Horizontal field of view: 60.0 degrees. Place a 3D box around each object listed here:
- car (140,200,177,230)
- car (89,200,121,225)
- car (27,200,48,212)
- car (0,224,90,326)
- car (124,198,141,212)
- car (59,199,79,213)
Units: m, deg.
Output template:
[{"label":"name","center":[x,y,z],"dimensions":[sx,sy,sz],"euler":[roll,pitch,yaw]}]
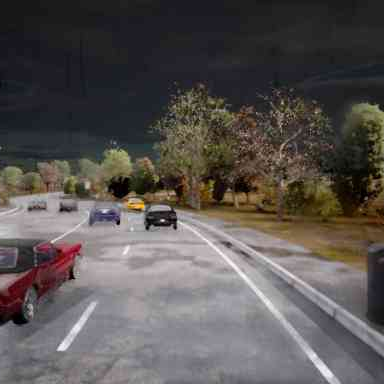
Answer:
[{"label":"car","center":[-2.136,1.487,21.503],"dimensions":[1.882,1.535,5.008],"euler":[0,0,-10]},{"label":"car","center":[-6.329,1.371,24.542],"dimensions":[2.097,1.767,4.553],"euler":[0,0,-12]},{"label":"car","center":[-18.345,1.601,39.683],"dimensions":[1.994,1.385,4.181],"euler":[0,0,-21]},{"label":"car","center":[-3.757,1.613,6.989],"dimensions":[1.895,1.301,4.718],"euler":[0,0,-4]},{"label":"car","center":[-6.875,1.502,39.268],"dimensions":[1.882,1.535,5.008],"euler":[0,0,-19]},{"label":"car","center":[-13.850,1.510,37.520],"dimensions":[1.882,1.535,5.008],"euler":[0,0,-20]}]
